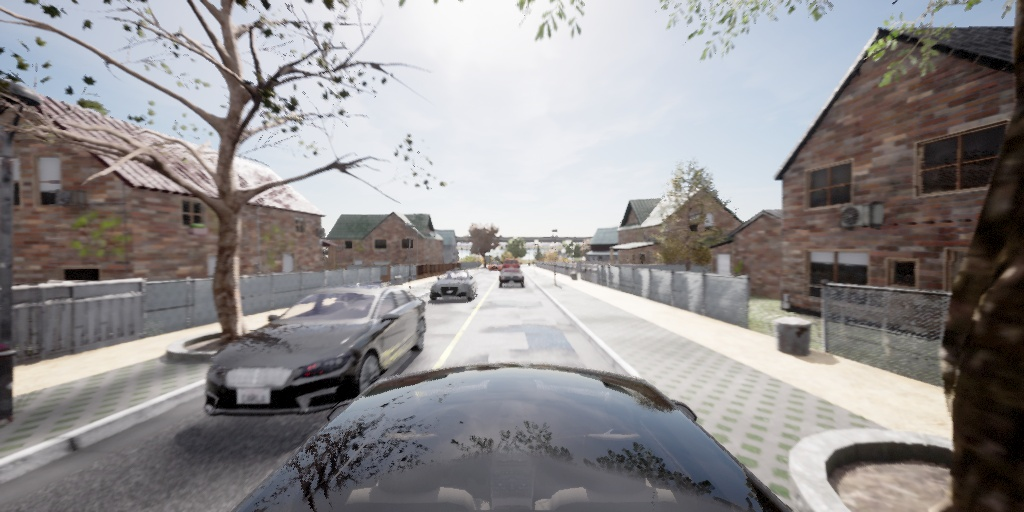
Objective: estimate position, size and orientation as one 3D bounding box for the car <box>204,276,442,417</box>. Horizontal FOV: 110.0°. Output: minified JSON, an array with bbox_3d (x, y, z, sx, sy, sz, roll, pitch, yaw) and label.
[{"bbox_3d":[-2.854,1.300,6.399,2.128,1.511,4.902,0,-1,0],"label":"car"}]

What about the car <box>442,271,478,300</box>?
[{"bbox_3d":[-2.878,1.481,18.554,1.994,1.385,4.181,0,-1,0],"label":"car"}]

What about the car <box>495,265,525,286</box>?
[{"bbox_3d":[-0.019,1.585,27.480,1.895,1.301,4.718,0,-1,0],"label":"car"}]

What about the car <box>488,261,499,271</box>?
[{"bbox_3d":[-2.976,1.719,62.285,2.097,1.767,4.553,0,-1,0],"label":"car"}]

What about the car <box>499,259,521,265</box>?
[{"bbox_3d":[-0.073,1.360,42.377,2.150,2.045,5.566,0,0,0],"label":"car"}]
